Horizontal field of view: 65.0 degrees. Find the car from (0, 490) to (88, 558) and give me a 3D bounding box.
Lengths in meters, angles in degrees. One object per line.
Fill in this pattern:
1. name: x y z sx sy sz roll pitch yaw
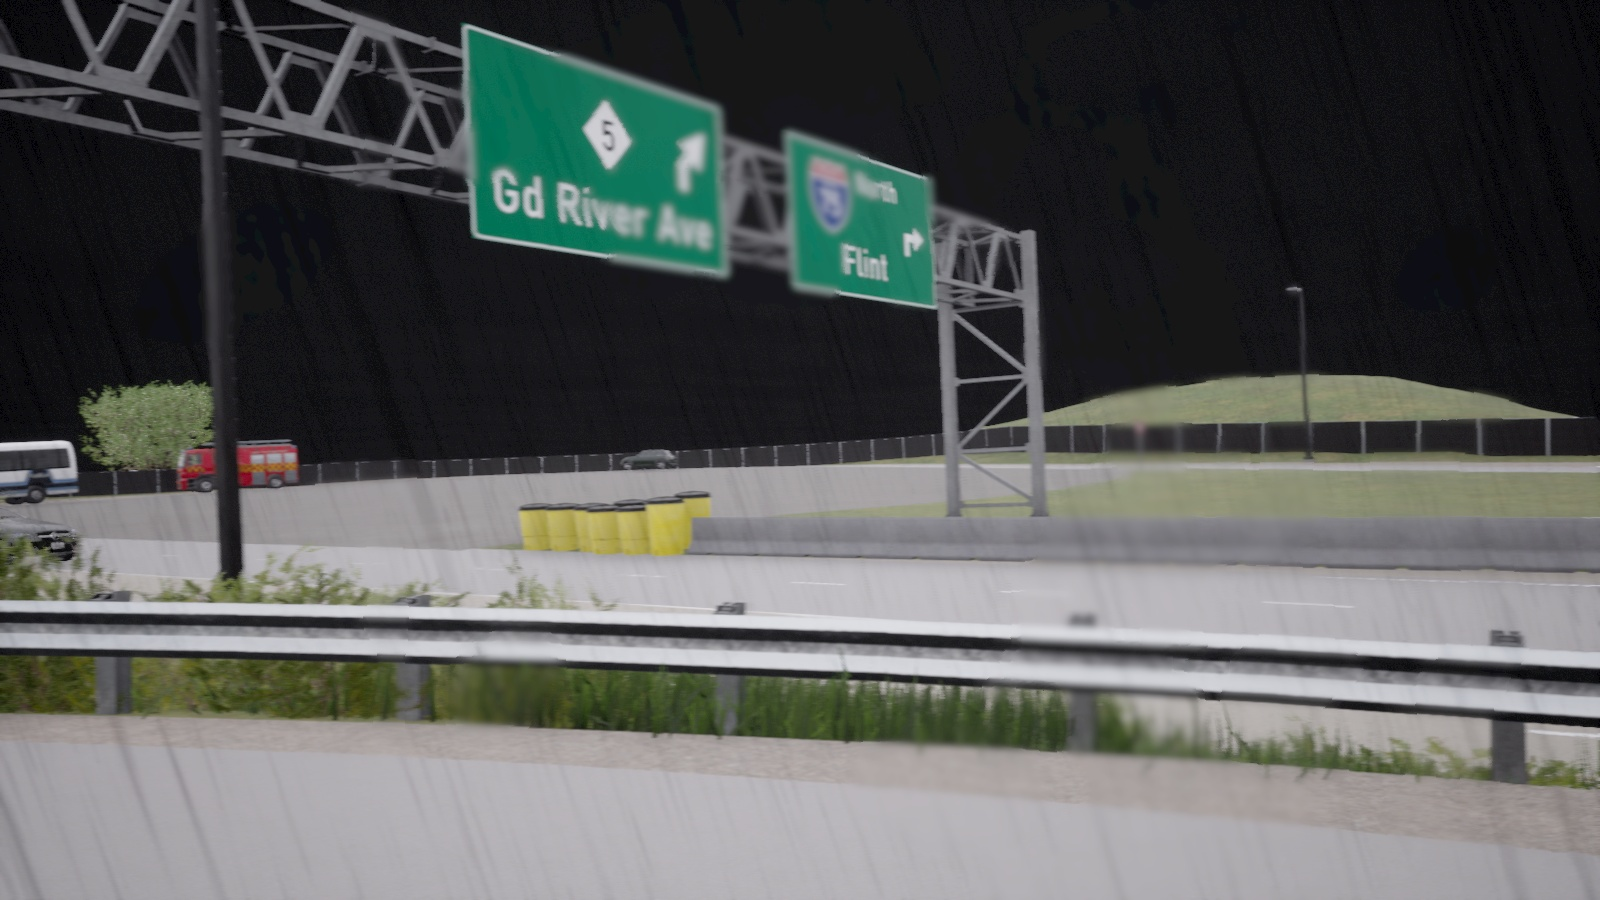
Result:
1. car: -21.871 1.951 33.275 5.027 1.651 2.152 -1 0 12
